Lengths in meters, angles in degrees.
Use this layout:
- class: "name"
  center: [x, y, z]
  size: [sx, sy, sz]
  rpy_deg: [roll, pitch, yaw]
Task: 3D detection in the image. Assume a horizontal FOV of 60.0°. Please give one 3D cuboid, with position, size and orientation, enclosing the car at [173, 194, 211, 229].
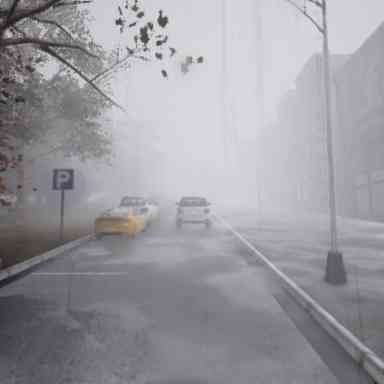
- class: "car"
  center: [0.106, 1.292, 22.465]
  size: [2.150, 2.045, 5.566]
  rpy_deg: [0, 0, 0]

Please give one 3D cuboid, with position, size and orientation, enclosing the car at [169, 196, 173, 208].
- class: "car"
  center: [-3.640, 1.609, 40.037]
  size: [2.097, 1.535, 5.008]
  rpy_deg: [0, 0, 2]

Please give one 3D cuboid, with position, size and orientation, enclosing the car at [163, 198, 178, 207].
- class: "car"
  center: [-3.634, 1.715, 56.751]
  size: [2.002, 1.452, 4.674]
  rpy_deg: [0, 0, 2]

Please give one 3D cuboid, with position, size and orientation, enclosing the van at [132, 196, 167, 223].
- class: "van"
  center: [-3.640, 1.344, 29.020]
  size: [1.878, 1.987, 4.442]
  rpy_deg: [0, 0, 2]

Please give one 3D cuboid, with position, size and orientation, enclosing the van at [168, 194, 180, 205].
- class: "van"
  center: [-3.627, 1.494, 68.013]
  size: [1.878, 1.987, 4.442]
  rpy_deg: [0, 0, 2]

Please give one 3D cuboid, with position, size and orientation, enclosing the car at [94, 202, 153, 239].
- class: "car"
  center: [-3.647, 1.536, 17.757]
  size: [2.097, 1.535, 5.008]
  rpy_deg: [0, 0, 2]

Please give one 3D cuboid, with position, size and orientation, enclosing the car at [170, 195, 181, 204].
- class: "car"
  center: [-3.630, 1.616, 73.435]
  size: [2.185, 1.767, 4.553]
  rpy_deg: [0, 0, 2]

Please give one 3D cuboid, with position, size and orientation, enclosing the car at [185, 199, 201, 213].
- class: "car"
  center: [0.115, 1.637, 40.860]
  size: [1.837, 1.490, 4.892]
  rpy_deg: [0, 0, 0]

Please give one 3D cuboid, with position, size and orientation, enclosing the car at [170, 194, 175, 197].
- class: "car"
  center: [-3.638, 1.527, 51.153]
  size: [2.185, 1.767, 4.553]
  rpy_deg: [0, 0, 2]

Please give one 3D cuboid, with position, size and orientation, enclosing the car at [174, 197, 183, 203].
- class: "car"
  center: [-3.605, 2.105, 90.168]
  size: [2.163, 1.488, 4.792]
  rpy_deg: [1, -2, 2]

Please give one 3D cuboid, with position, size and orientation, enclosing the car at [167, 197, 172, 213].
- class: "car"
  center: [-3.634, 1.586, 34.658]
  size: [1.946, 1.575, 5.366]
  rpy_deg: [0, 0, 2]
